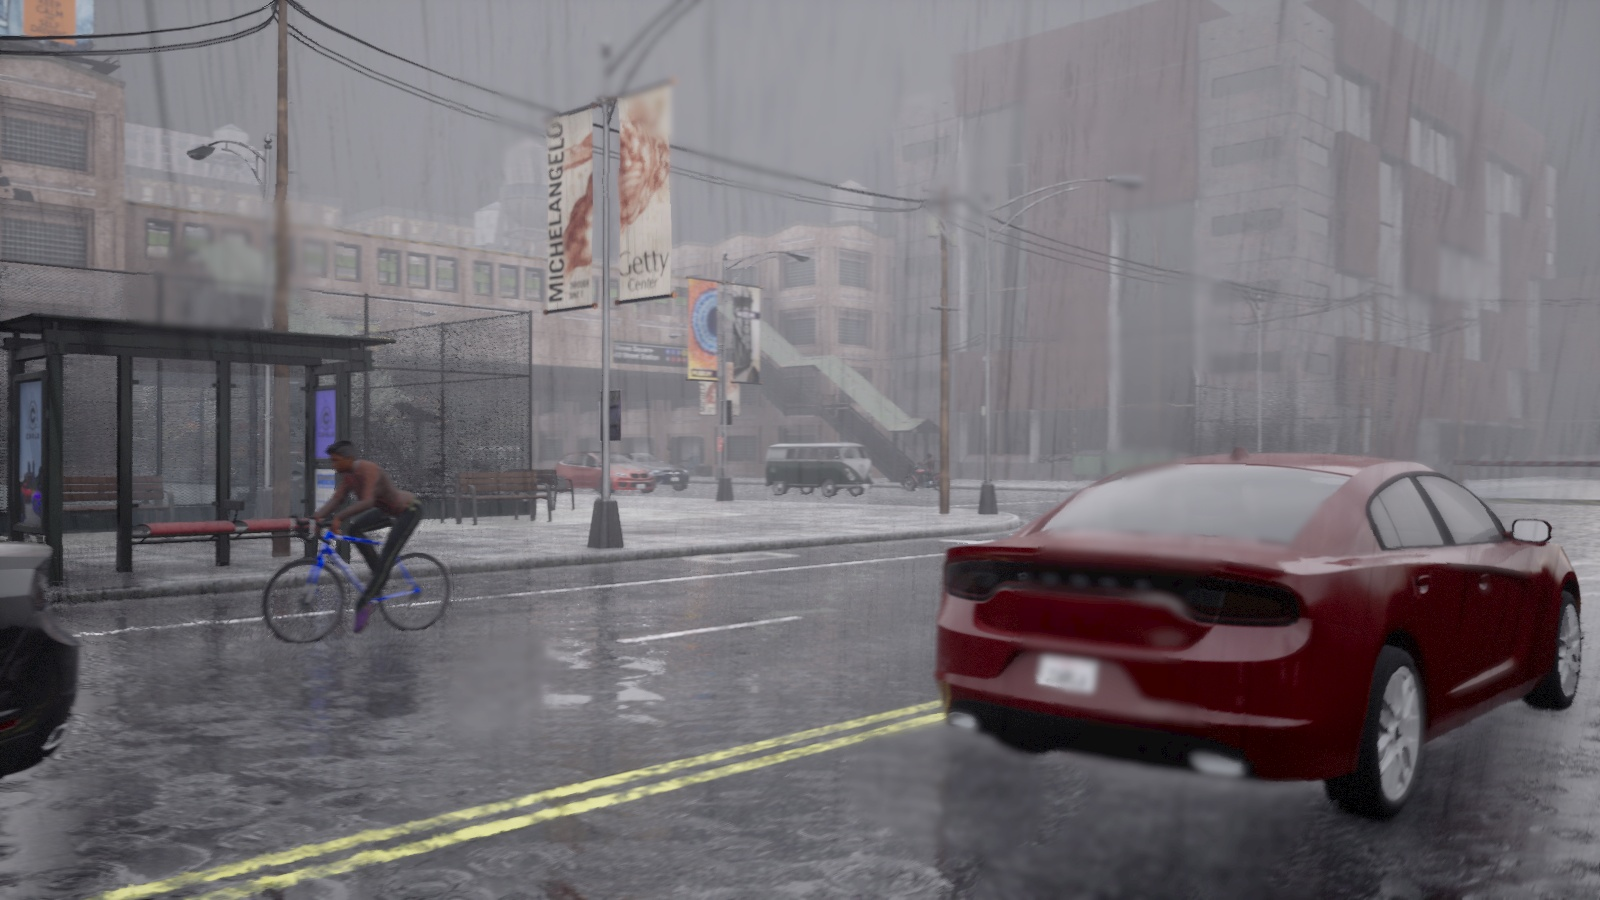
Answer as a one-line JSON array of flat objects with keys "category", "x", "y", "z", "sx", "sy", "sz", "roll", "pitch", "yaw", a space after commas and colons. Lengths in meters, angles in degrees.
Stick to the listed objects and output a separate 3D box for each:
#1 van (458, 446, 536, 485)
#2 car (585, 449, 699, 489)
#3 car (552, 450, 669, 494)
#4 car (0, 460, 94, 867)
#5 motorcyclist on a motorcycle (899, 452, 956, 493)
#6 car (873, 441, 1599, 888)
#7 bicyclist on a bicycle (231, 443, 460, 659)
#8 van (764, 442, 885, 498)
[{"category": "van", "x": -16.422, "y": 0.845, "z": 67.974, "sx": 4.480, "sy": 2.038, "sz": 2.069, "roll": 0, "pitch": 0, "yaw": 45}, {"category": "car", "x": -6.789, "y": 0.799, "z": 53.709, "sx": 5.027, "sy": 1.651, "sz": 2.152, "roll": -1, "pitch": 0, "yaw": 44}, {"category": "car", "x": -7.524, "y": 0.848, "z": 49.548, "sx": 4.611, "sy": 1.667, "sz": 2.242, "roll": 0, "pitch": 0, "yaw": 44}, {"category": "car", "x": -5.070, "y": 0.787, "z": 3.693, "sx": 1.837, "sy": 1.490, "sz": 4.892, "roll": 0, "pitch": 0, "yaw": 44}, {"category": "motorcyclist on a motorcycle", "x": 5.254, "y": 0.917, "z": 51.791, "sx": 2.350, "sy": 1.649, "sz": 0.766, "roll": -1, "pitch": -1, "yaw": 44}, {"category": "car", "x": 2.730, "y": 0.745, "z": 6.791, "sx": 1.882, "sy": 1.535, "sz": 5.008, "roll": 0, "pitch": 0, "yaw": 43}, {"category": "bicyclist on a bicycle", "x": -3.671, "y": 0.760, "z": 10.242, "sx": 0.582, "sy": 1.620, "sz": 1.656, "roll": 0, "pitch": 0, "yaw": 44}, {"category": "van", "x": 0.864, "y": 0.711, "z": 46.339, "sx": 4.442, "sy": 1.987, "sz": 1.775, "roll": 0, "pitch": 0, "yaw": 45}]
